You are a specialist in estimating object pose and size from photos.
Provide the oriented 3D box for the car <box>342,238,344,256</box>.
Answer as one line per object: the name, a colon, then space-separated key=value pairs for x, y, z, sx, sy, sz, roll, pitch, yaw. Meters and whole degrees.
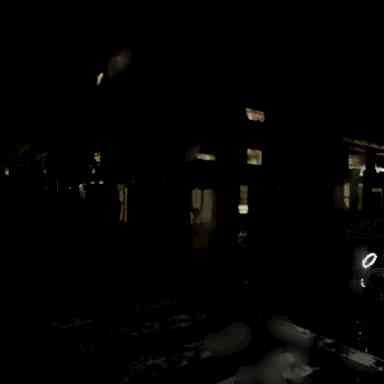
car: x=7.050 y=1.659 z=11.680 sx=4.507 sy=1.381 sz=1.887 roll=1 pitch=1 yaw=-36

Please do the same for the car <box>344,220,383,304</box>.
car: x=5.643 y=1.433 z=7.366 sx=4.553 sy=1.767 sz=2.097 roll=1 pitch=0 yaw=-36
